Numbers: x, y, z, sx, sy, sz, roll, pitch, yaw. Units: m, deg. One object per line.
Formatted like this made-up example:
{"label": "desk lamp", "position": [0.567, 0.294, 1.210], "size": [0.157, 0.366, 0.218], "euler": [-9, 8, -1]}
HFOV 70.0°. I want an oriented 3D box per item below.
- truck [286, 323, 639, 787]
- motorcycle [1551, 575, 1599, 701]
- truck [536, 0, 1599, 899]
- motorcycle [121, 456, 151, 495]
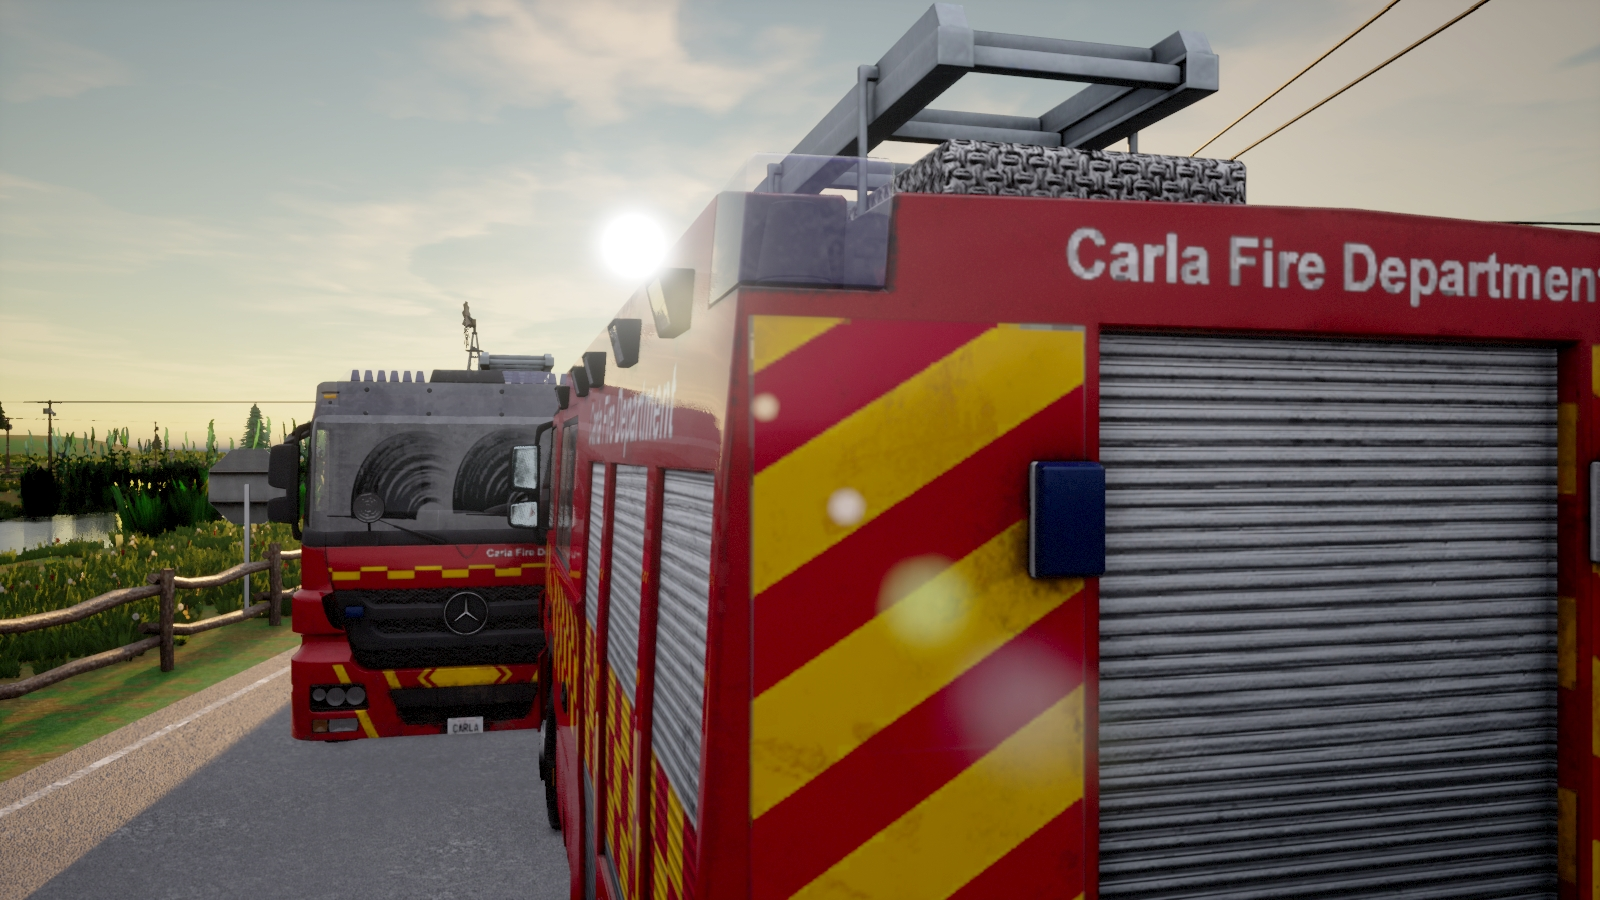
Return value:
{"label": "truck", "position": [-3.910, 0.862, 13.876], "size": [2.891, 3.827, 8.468], "euler": [0, 0, -15]}
{"label": "motorcycle", "position": [9.787, 2.142, 13.127], "size": [1.805, 1.316, 0.856], "euler": [0, 0, -7]}
{"label": "truck", "position": [0.027, 0.867, 6.874], "size": [2.891, 3.827, 8.468], "euler": [0, 0, -15]}
{"label": "motorcycle", "position": [-41.331, 1.577, 71.182], "size": [0.803, 2.348, 2.033], "euler": [0, 0, -4]}
